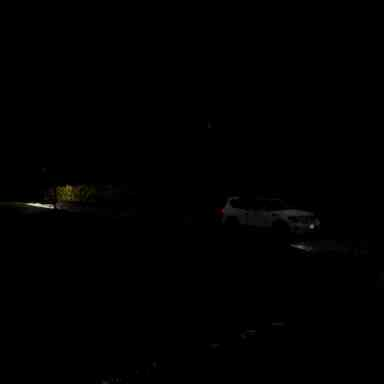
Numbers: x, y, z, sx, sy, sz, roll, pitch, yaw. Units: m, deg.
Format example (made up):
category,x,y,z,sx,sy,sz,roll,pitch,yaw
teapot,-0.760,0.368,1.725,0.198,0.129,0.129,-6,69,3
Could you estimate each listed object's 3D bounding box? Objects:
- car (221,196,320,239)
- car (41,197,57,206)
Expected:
category,x,y,z,sx,sy,sz,roll,pitch,yaw
car,4.001,1.285,18.001,2.150,2.045,5.566,-1,1,-38
car,-24.969,1.620,57.916,2.128,1.511,4.902,-1,0,-35
